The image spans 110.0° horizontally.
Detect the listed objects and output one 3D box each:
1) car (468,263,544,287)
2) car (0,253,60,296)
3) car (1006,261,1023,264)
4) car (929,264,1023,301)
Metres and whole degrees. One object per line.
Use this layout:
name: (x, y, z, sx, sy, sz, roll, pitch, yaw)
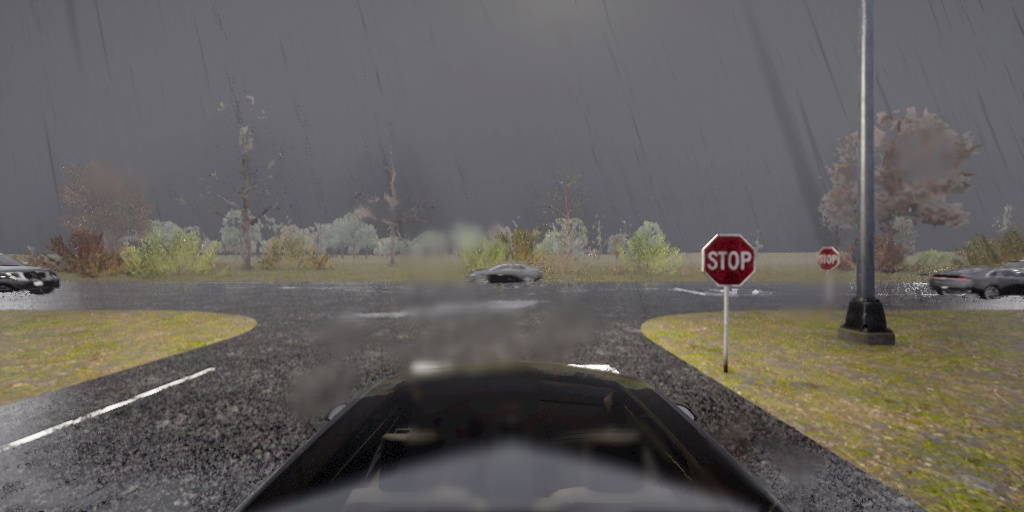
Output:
car: (-0.401, 1.183, 23.288, 4.902, 1.511, 2.128, 0, 0, -1)
car: (-23.540, 0.835, 15.652, 5.566, 2.045, 2.150, 0, 0, -2)
car: (34.743, 1.094, 24.281, 4.553, 1.767, 2.097, 1, 0, -2)
car: (22.753, 1.280, 16.915, 4.902, 1.511, 2.128, 0, 0, -2)
